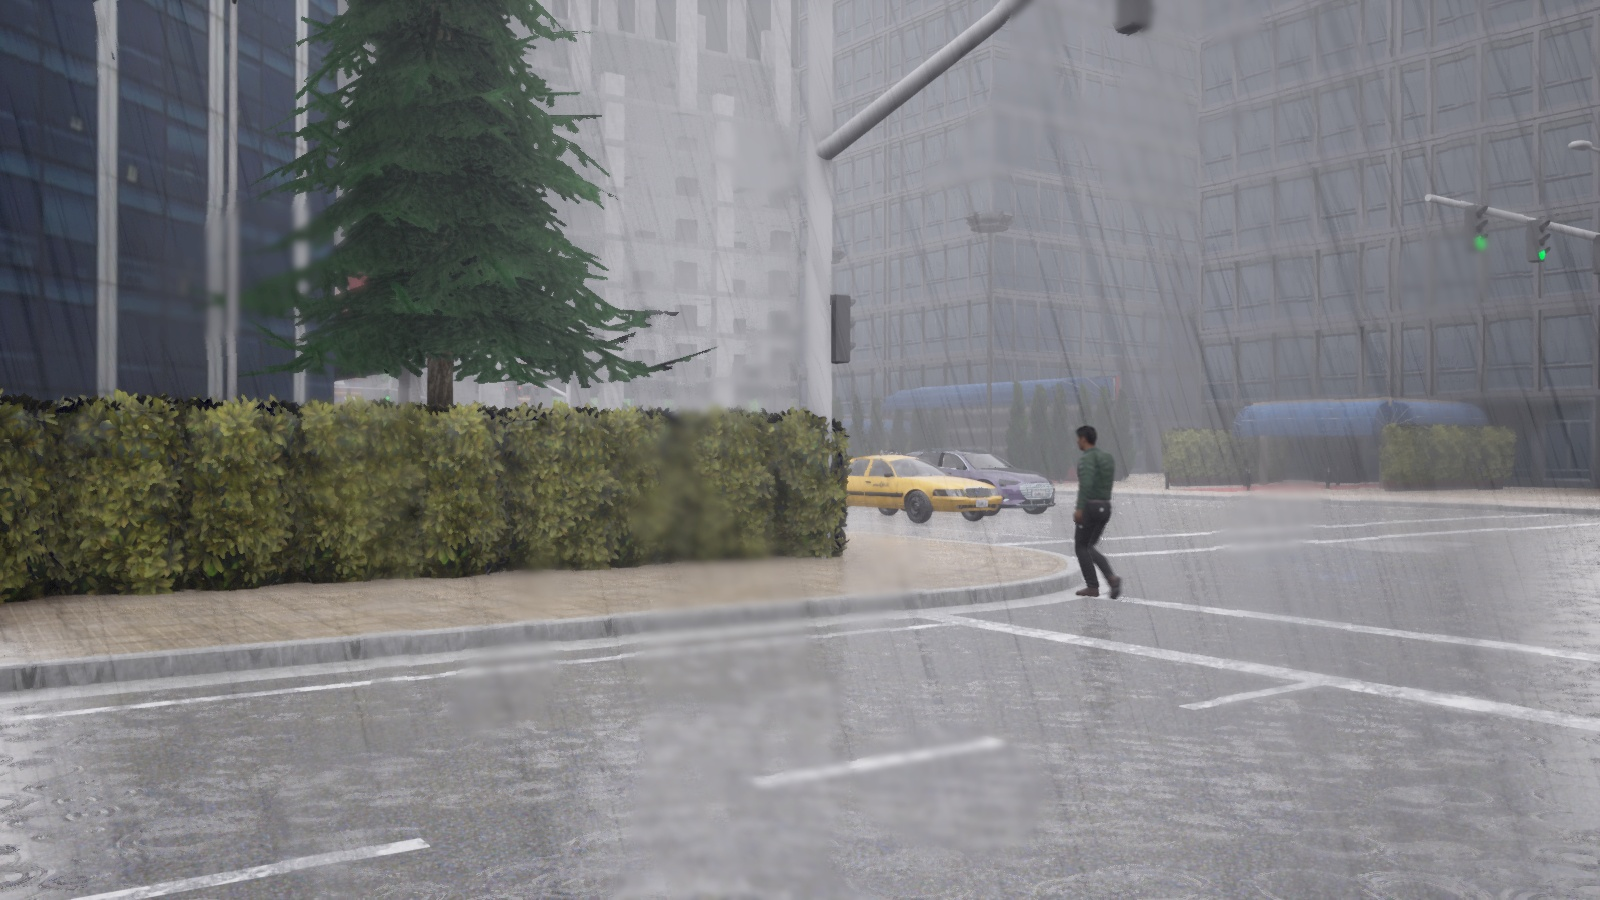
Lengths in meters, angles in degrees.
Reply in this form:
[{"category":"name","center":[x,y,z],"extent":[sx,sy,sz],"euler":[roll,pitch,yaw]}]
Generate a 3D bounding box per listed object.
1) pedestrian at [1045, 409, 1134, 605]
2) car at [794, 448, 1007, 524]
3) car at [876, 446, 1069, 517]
[{"category":"pedestrian","center":[2.973,0.567,12.902],"extent":[0.423,1.949,0.788],"euler":[0,0,-41]},{"category":"car","center":[2.141,0.749,28.553],"extent":[1.801,1.575,5.366],"euler":[0,0,-35]},{"category":"car","center":[4.245,0.743,31.635],"extent":[2.033,1.649,4.856],"euler":[0,0,-35]}]
